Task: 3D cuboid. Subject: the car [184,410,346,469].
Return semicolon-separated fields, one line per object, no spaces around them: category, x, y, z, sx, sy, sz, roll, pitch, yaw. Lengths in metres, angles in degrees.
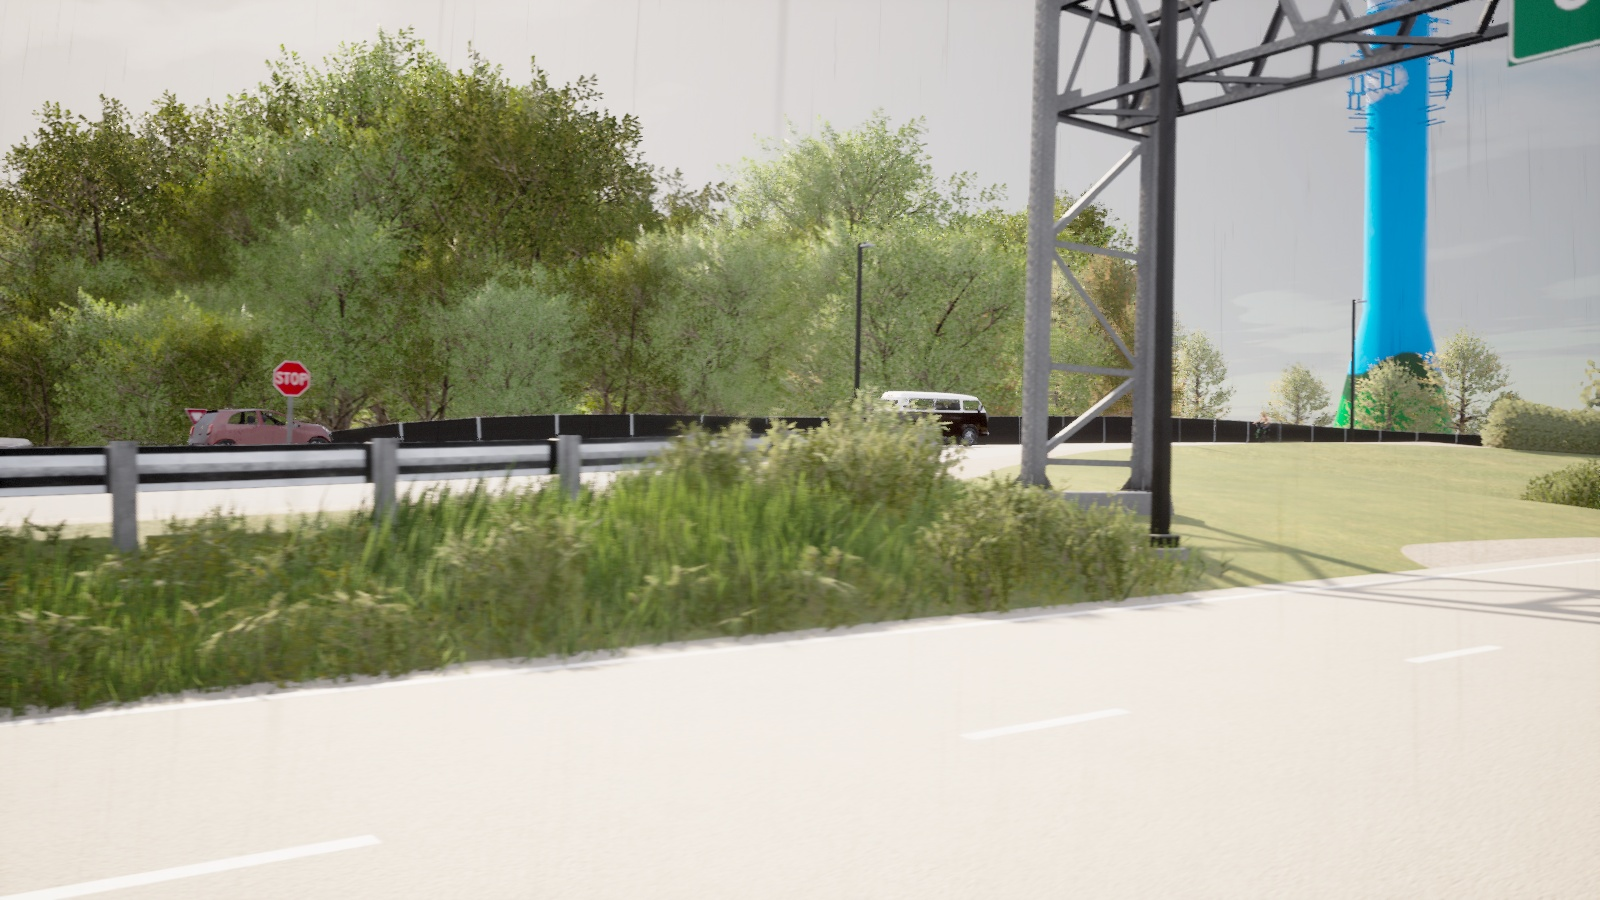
car;-14.729;-0.306;34.639;3.633;1.501;1.845;-3;1;-44

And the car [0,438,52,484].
car;-29.311;0.448;45.894;4.792;1.488;2.163;-3;-3;43

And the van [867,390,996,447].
van;4.943;-1.164;47.056;4.480;2.038;2.069;-1;2;-33
